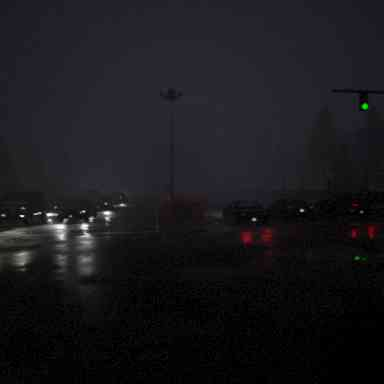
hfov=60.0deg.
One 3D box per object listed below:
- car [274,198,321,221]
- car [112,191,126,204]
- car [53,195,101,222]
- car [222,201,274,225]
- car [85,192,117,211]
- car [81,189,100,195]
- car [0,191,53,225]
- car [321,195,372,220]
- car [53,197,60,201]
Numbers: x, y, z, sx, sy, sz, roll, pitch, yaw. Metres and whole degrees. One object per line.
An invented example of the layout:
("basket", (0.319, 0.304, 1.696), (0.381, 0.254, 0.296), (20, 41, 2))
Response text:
("car", (6.498, 1.076, 22.323), (1.994, 1.385, 4.181), (-1, 1, -6))
("car", (-10.348, 0.660, 45.699), (2.097, 1.767, 4.553), (-1, 1, -6))
("car", (-7.876, 1.203, 23.233), (1.812, 1.442, 4.674), (-1, 1, -6))
("car", (3.172, 1.186, 20.550), (1.895, 1.301, 4.718), (-1, 1, -6))
("car", (-8.959, 1.042, 33.018), (1.812, 1.442, 4.674), (-1, 1, -6))
("car", (-13.922, 0.569, 46.090), (2.150, 2.045, 5.566), (-1, 1, -6))
("car", (-11.295, 0.963, 22.042), (2.150, 2.045, 5.566), (-1, 1, -8))
("car", (9.993, 0.955, 22.526), (2.128, 1.511, 4.902), (-1, 1, -6))
("car", (-12.309, 1.151, 31.405), (1.994, 1.385, 4.181), (-1, 1, -6))
